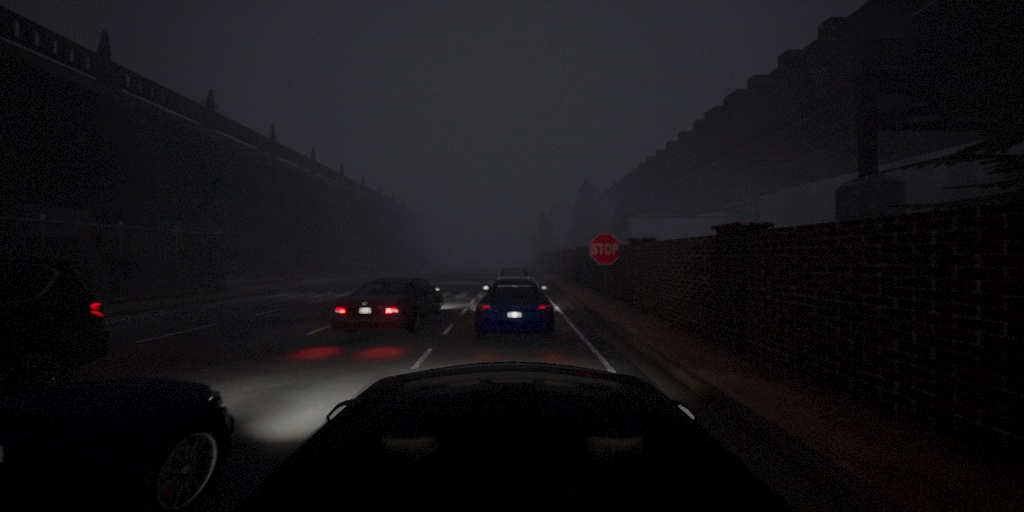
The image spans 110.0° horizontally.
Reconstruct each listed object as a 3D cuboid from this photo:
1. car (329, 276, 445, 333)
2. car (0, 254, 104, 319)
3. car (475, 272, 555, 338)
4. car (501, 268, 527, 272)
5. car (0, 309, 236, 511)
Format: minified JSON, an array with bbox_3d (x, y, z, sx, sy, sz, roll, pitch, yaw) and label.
[{"bbox_3d":[-3.400,1.314,10.815,2.033,1.411,5.357,0,0,0],"label":"car"},{"bbox_3d":[-7.090,0.974,2.954,2.150,2.045,5.566,0,0,0],"label":"car"},{"bbox_3d":[0.087,1.330,10.286,1.994,1.385,4.181,0,0,1],"label":"car"},{"bbox_3d":[0.131,1.388,21.841,1.895,1.301,4.718,0,0,1],"label":"car"},{"bbox_3d":[-3.399,1.275,1.243,1.812,1.442,4.674,0,0,0],"label":"car"}]
